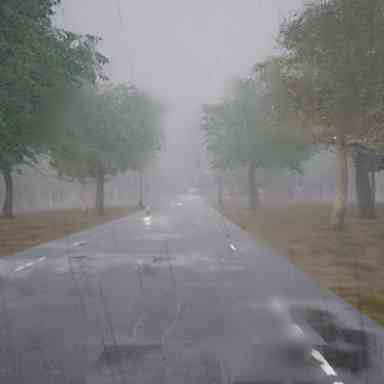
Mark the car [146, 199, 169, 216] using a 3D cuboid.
[{"bbox_3d":[-3.590,1.581,35.126,2.097,1.767,4.553,0,0,0],"label":"car"}]
